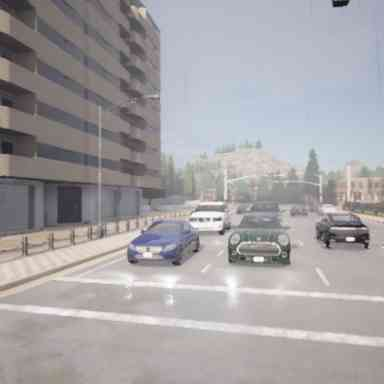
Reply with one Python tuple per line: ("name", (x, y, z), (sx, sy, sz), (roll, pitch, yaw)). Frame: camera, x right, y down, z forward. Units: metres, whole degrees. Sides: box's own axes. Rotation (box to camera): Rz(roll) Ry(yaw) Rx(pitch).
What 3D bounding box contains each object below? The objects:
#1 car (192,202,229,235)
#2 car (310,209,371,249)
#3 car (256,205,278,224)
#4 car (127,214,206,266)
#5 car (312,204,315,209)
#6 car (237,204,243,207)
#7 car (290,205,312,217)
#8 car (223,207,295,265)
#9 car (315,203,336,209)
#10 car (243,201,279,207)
("car", (1.371, 1.694, 22.476), (2.150, 2.045, 5.566), (-1, -1, 13))
("car", (7.234, 1.801, 16.289), (2.128, 1.511, 4.902), (-1, -1, 14))
("car", (7.282, 2.099, 32.034), (1.882, 1.535, 5.008), (-1, -1, 14))
("car", (-0.892, 1.828, 13.052), (1.812, 1.442, 4.674), (-1, -1, 14))
("car", (19.297, 2.465, 51.206), (2.033, 1.411, 5.357), (-1, -1, 14))
("car", (7.543, 2.409, 47.698), (1.882, 1.535, 5.008), (-1, -1, 14))
("car", (13.444, 2.321, 41.867), (2.033, 1.411, 5.357), (-1, -1, 13))
("car", (2.680, 1.627, 12.953), (2.097, 1.767, 4.553), (-1, -1, 14))
("car", (17.046, 2.274, 41.885), (1.812, 1.442, 4.674), (-1, -1, 13))
("car", (4.923, 1.666, 22.279), (2.150, 2.045, 5.566), (-1, -1, 13))
